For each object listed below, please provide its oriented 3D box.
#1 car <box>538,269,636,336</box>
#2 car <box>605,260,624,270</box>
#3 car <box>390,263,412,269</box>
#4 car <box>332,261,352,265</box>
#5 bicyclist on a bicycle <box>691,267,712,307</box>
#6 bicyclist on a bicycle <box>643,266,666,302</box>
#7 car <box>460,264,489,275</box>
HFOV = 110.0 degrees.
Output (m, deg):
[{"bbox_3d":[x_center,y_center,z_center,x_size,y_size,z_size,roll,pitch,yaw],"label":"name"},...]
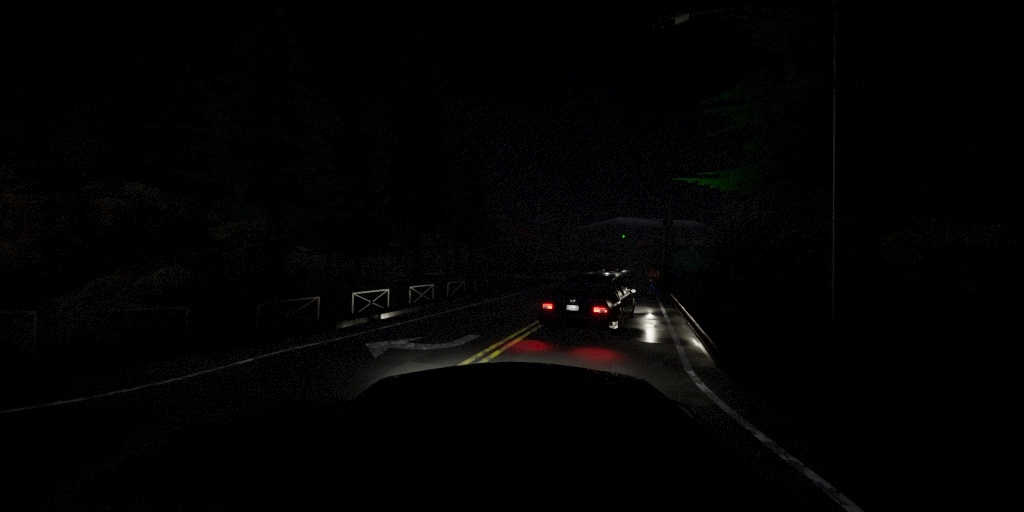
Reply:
[{"bbox_3d":[2.400,1.253,10.337,2.033,1.411,5.357,1,-1,25],"label":"car"},{"bbox_3d":[16.920,1.710,59.822,2.150,2.045,5.566,1,-1,20],"label":"car"},{"bbox_3d":[-14.302,1.586,48.356,4.181,1.385,1.994,1,-1,21],"label":"car"},{"bbox_3d":[-24.036,1.457,52.282,5.357,1.411,2.033,1,-1,24],"label":"car"},{"bbox_3d":[8.017,1.305,15.106,1.656,1.620,0.582,1,-1,-34],"label":"bicyclist on a bicycle"},{"bbox_3d":[6.586,1.294,16.503,1.656,1.620,0.582,1,-1,-31],"label":"bicyclist on a bicycle"},{"bbox_3d":[-4.936,1.698,44.866,4.181,1.385,1.994,1,-1,20],"label":"car"}]
